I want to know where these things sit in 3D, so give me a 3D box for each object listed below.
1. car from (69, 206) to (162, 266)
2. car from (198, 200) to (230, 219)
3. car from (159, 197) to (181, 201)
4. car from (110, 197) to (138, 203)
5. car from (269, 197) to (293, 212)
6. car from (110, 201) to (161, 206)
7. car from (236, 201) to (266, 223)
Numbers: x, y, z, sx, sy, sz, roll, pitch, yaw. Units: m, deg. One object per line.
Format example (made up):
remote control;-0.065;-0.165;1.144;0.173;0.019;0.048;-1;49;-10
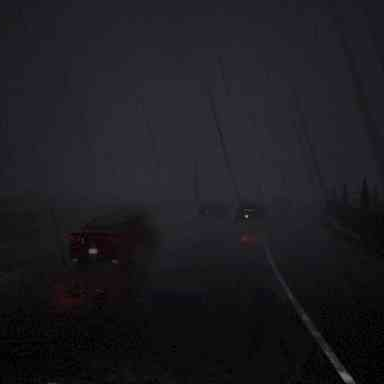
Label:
car;-2.377;1.471;11.582;1.882;1.535;5.008;0;0;8
car;2.054;1.487;29.369;1.882;1.535;5.008;0;0;19
car;-3.653;1.540;50.689;2.033;1.411;5.357;0;0;30
car;-9.553;1.465;46.994;2.128;1.511;4.902;0;0;27
car;10.887;1.389;40.399;2.097;1.767;4.553;0;0;28
car;-3.776;1.554;22.249;1.994;1.385;4.181;0;0;14
car;4.655;1.520;26.171;1.837;1.490;4.892;0;-1;18
